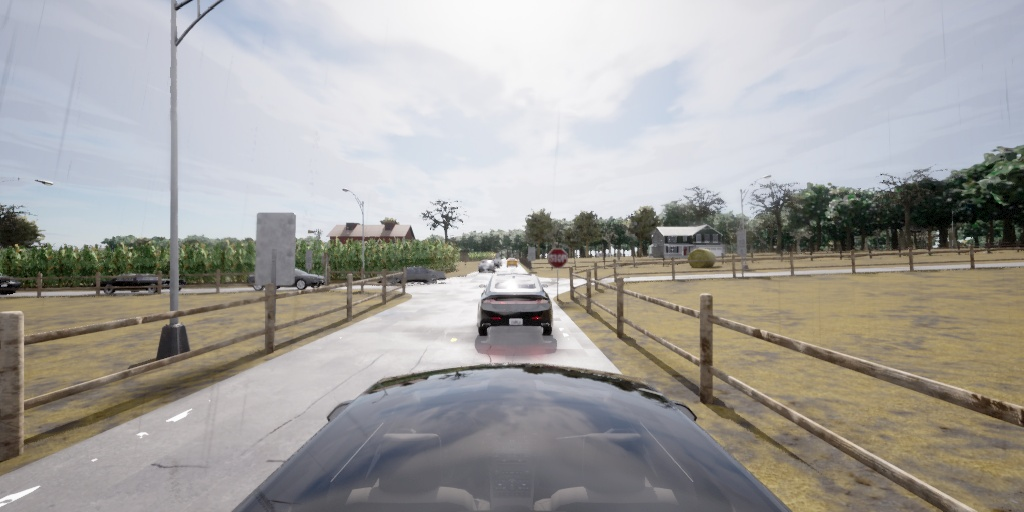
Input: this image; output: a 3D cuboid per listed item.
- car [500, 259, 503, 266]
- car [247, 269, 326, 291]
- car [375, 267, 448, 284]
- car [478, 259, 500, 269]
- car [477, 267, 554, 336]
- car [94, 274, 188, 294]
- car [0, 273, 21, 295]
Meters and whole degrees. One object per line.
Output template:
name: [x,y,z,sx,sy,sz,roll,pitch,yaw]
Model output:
car: [-2.893,1.310,57.335,1.895,1.301,4.718,0,0,0]
car: [-15.340,1.565,24.518,4.892,1.490,1.837,-1,-2,1]
car: [-7.813,1.562,28.006,5.357,1.411,2.033,0,-2,-29]
car: [-2.908,1.218,42.382,2.128,1.511,4.902,0,0,0]
car: [0.057,1.245,10.380,2.128,1.511,4.902,0,0,-1]
car: [-25.251,1.874,24.538,4.718,1.301,1.895,-1,-2,0]
car: [-37.460,1.740,24.538,5.566,2.045,2.150,-1,-2,0]
